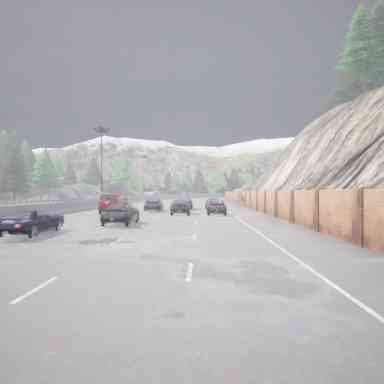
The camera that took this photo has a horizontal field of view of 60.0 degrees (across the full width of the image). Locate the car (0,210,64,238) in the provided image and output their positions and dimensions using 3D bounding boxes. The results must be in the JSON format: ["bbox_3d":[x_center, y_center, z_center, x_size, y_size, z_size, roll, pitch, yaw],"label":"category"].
[{"bbox_3d":[-8.508,1.600,17.531,1.895,1.301,4.718,0,0,1],"label":"car"}]

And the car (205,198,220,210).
[{"bbox_3d":[2.642,1.525,43.256,1.812,1.442,4.674,0,0,1],"label":"car"}]

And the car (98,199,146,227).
[{"bbox_3d":[-4.874,1.491,22.957,2.128,1.511,4.902,0,0,2],"label":"car"}]

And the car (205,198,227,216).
[{"bbox_3d":[2.381,1.491,32.811,2.128,1.511,4.902,0,0,1],"label":"car"}]

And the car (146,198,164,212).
[{"bbox_3d":[-4.458,1.491,39.246,2.128,1.511,4.902,0,0,1],"label":"car"}]

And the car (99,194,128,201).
[{"bbox_3d":[-8.077,1.218,34.622,2.150,2.045,5.566,0,0,1],"label":"car"}]

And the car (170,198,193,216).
[{"bbox_3d":[-1.115,1.505,33.045,1.837,1.490,4.892,0,0,1],"label":"car"}]
